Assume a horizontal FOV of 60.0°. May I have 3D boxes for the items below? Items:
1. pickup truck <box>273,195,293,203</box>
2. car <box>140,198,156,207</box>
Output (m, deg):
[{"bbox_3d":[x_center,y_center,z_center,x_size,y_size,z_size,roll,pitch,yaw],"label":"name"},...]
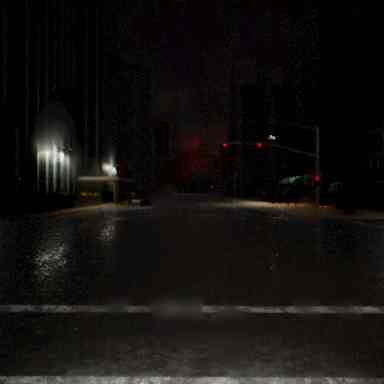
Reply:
[{"bbox_3d":[17.120,0.962,62.322,2.390,2.098,6.274,0,0,31],"label":"pickup truck"},{"bbox_3d":[-6.602,1.520,49.951,1.895,1.301,4.718,0,0,0],"label":"car"}]
